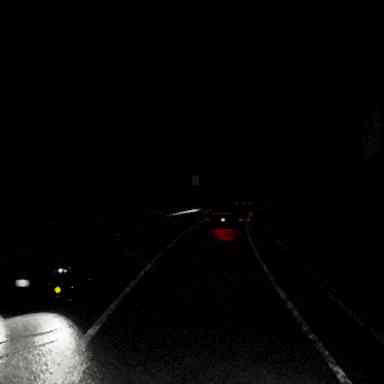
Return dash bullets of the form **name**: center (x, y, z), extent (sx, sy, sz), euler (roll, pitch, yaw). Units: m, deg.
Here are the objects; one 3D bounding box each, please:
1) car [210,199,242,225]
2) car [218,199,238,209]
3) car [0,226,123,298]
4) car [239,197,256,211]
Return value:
- **car**: center (2.439, 1.536, 24.067), extent (1.837, 1.490, 4.892), euler (-1, 0, 10)
- **car**: center (5.338, 1.715, 49.066), extent (1.895, 1.301, 4.718), euler (-2, -1, 20)
- **car**: center (-3.182, 1.593, 8.473), extent (1.994, 1.385, 4.181), euler (0, 0, 4)
- **car**: center (6.749, 1.365, 41.597), extent (2.097, 1.767, 4.553), euler (-2, 0, 17)
